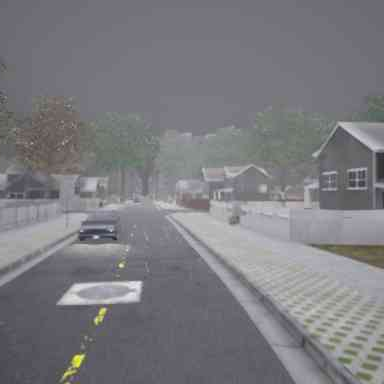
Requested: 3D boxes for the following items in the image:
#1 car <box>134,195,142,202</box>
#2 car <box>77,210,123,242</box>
[{"bbox_3d":[-14.419,2.155,88.332,1.837,1.490,4.892,0,-1,-8],"label":"car"},{"bbox_3d":[-4.726,1.705,17.817,2.033,1.411,5.357,0,0,-8],"label":"car"}]
